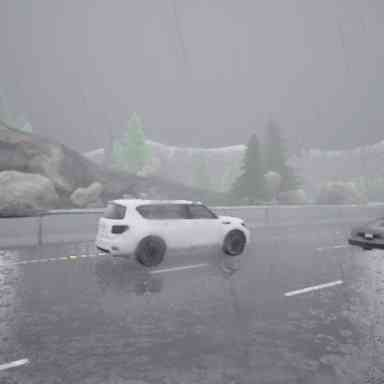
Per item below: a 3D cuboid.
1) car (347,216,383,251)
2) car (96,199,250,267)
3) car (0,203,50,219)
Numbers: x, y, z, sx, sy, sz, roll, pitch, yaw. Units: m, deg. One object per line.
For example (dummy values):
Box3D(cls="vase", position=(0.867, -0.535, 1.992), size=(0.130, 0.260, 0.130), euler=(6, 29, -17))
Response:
Box3D(cls="car", position=(8.545, 1.629, 13.216), size=(5.357, 1.411, 2.033), euler=(0, 0, -30))
Box3D(cls="car", position=(-0.507, 1.268, 11.749), size=(5.566, 2.045, 2.150), euler=(0, 0, -33))
Box3D(cls="car", position=(-14.759, 1.615, 27.718), size=(5.357, 1.411, 2.033), euler=(0, 0, -34))
